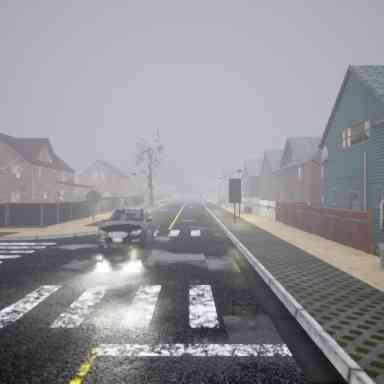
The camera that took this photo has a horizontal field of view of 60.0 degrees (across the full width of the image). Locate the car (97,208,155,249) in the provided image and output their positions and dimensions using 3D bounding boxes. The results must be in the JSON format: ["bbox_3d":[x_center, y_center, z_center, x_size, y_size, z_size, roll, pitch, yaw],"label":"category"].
[{"bbox_3d":[-2.743,1.498,14.701,2.128,1.511,4.902,0,0,0],"label":"car"}]
